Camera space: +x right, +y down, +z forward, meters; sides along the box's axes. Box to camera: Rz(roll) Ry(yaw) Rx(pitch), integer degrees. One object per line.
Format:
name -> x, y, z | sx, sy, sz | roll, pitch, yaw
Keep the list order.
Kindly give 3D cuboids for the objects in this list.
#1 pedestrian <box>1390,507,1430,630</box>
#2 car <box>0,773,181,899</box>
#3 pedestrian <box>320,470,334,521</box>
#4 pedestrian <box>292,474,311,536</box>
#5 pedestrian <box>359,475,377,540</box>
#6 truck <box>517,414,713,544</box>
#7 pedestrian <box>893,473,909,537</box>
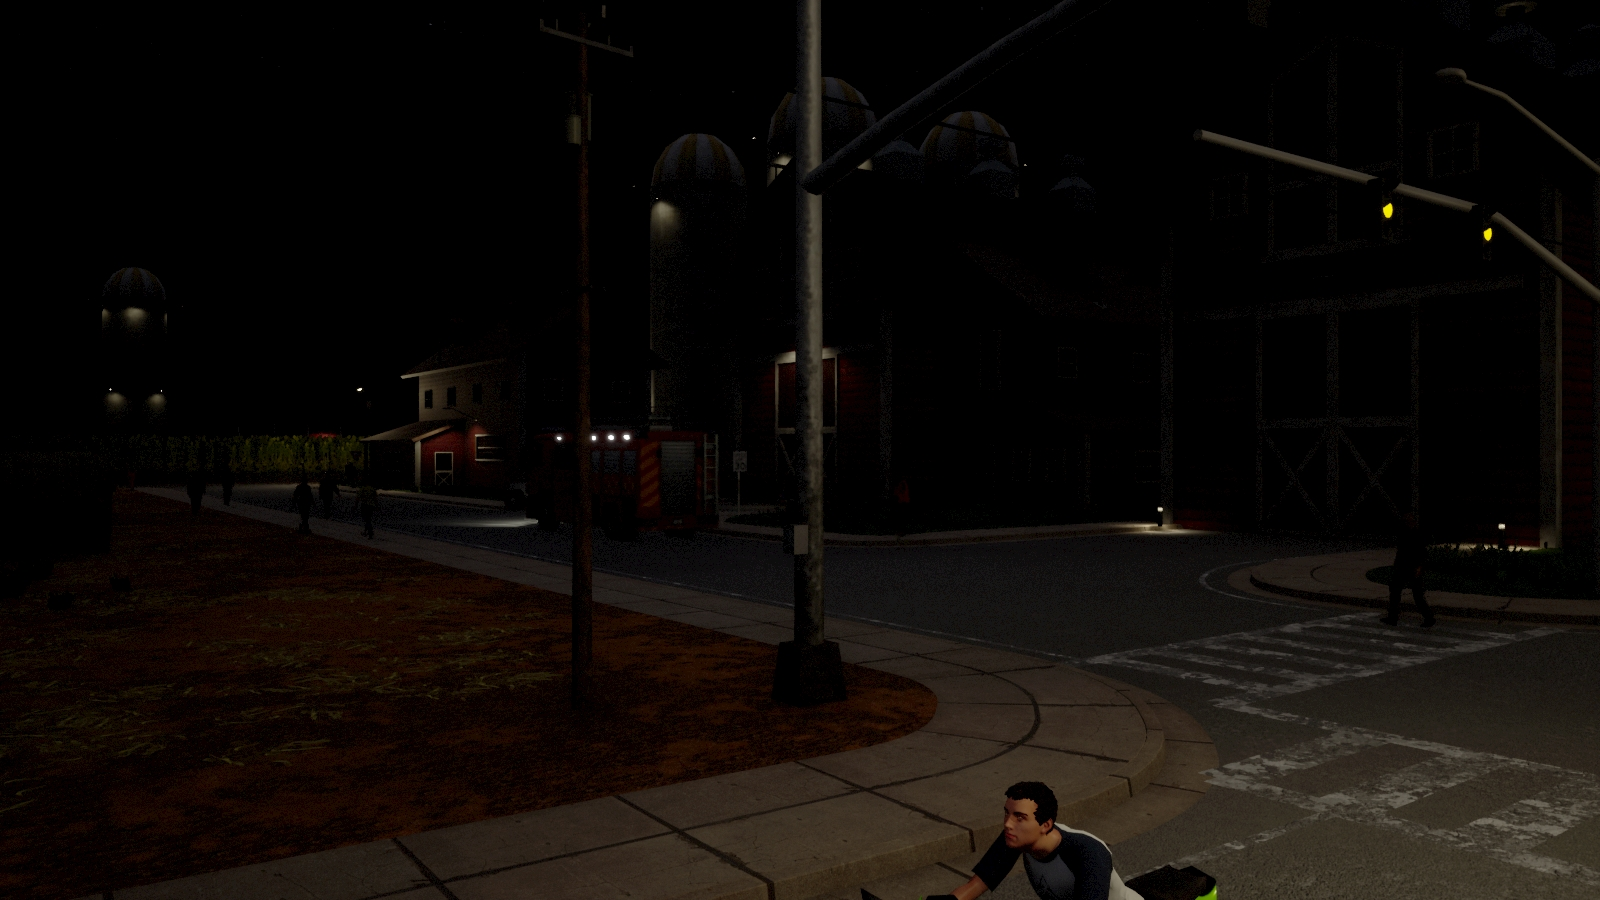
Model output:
pedestrian -> 9.389, 1.812, 17.589 | 0.375, 1.860, 0.375 | 0, 0, -15
car -> -3.384, 1.906, 1.453 | 4.553, 1.767, 2.097 | 0, 0, -35
pedestrian -> -17.356, 1.664, 41.925 | 0.375, 1.860, 0.375 | 0, 0, -36
pedestrian -> -15.103, 1.666, 34.604 | 0.375, 1.860, 0.375 | 0, 0, 38
pedestrian -> -12.592, 1.665, 33.309 | 0.375, 1.860, 0.375 | 0, 0, -42
truck -> -6.340, 0.854, 37.817 | 2.891, 3.827, 8.468 | 0, 0, -36
pedestrian -> 2.998, 1.626, 33.876 | 0.375, 1.860, 0.375 | 0, 0, -14
